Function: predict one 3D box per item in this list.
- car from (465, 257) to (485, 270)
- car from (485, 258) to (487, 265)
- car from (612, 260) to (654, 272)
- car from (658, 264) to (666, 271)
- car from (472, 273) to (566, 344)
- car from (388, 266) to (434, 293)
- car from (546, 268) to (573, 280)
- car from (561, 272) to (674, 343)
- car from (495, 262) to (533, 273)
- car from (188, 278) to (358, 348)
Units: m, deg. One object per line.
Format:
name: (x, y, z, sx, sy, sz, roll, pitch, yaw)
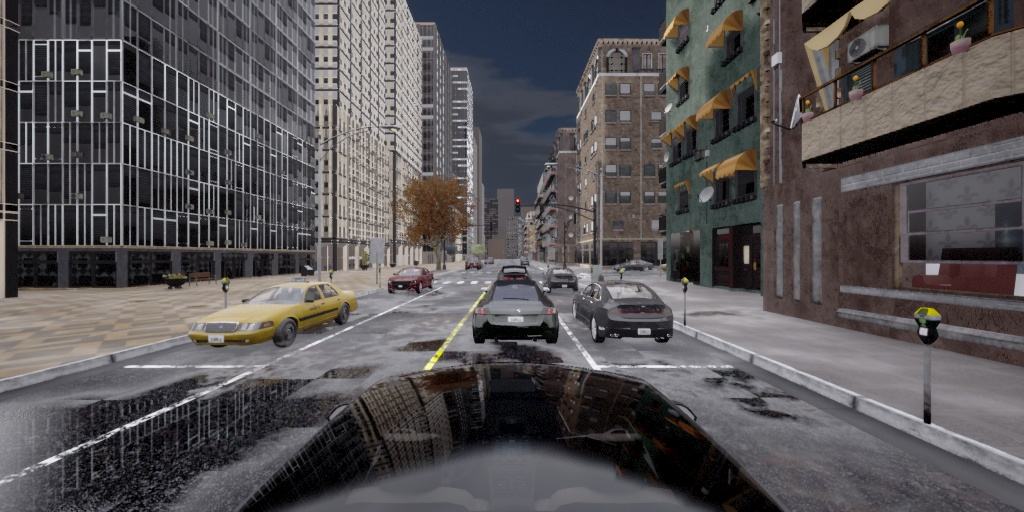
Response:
car: (-5.685, 1.098, 52.928, 2.192, 1.841, 5.009, 0, 0, 0)
car: (-5.684, 1.356, 58.451, 1.948, 1.339, 4.313, 0, 0, 0)
car: (13.440, 1.108, 39.954, 4.403, 1.370, 2.007, 0, 0, -1)
car: (18.837, 1.006, 40.008, 4.829, 1.417, 1.751, 0, 0, -1)
car: (0.088, 1.315, 9.621, 1.994, 1.385, 4.181, 0, 0, 0)
car: (-5.689, 1.299, 20.540, 1.888, 1.381, 4.507, 0, 0, 0)
car: (2.691, 1.305, 20.539, 2.007, 1.370, 4.403, 0, 0, 0)
car: (2.690, 1.301, 9.473, 2.007, 1.370, 4.403, 0, 0, 0)
car: (0.107, 1.259, 19.670, 1.837, 1.490, 4.892, 0, 0, -1)
car: (-5.690, 1.276, 9.305, 1.751, 1.417, 4.829, 0, 0, 0)
